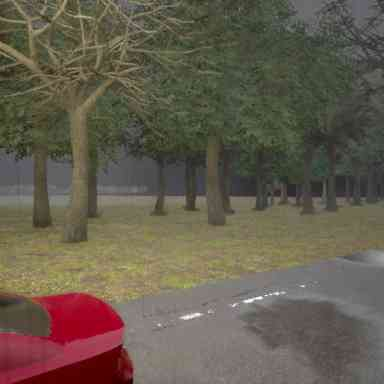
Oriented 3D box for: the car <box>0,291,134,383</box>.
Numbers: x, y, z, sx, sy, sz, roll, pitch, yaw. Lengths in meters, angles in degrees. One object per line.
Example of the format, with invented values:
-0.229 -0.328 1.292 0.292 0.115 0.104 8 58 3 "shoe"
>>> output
-2.825 1.477 1.981 5.008 1.535 1.882 0 0 -35 "car"
